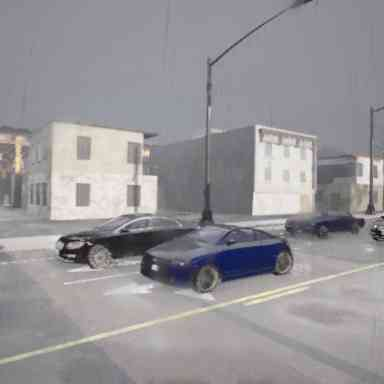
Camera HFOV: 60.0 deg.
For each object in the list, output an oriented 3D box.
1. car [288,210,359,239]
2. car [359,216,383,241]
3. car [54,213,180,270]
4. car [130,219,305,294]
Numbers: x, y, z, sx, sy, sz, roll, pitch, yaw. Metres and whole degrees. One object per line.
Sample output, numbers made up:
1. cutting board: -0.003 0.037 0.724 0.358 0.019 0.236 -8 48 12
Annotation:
1. car: 7.074 1.615 17.593 4.718 1.301 1.895 0 0 -35
2. car: 10.246 1.507 15.545 4.902 1.511 2.128 0 0 -35
3. car: -1.962 1.497 11.185 4.902 1.511 2.128 0 0 -35
4. car: 0.775 1.568 8.835 4.181 1.385 1.994 0 0 -35
